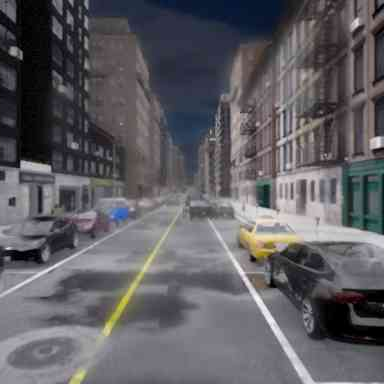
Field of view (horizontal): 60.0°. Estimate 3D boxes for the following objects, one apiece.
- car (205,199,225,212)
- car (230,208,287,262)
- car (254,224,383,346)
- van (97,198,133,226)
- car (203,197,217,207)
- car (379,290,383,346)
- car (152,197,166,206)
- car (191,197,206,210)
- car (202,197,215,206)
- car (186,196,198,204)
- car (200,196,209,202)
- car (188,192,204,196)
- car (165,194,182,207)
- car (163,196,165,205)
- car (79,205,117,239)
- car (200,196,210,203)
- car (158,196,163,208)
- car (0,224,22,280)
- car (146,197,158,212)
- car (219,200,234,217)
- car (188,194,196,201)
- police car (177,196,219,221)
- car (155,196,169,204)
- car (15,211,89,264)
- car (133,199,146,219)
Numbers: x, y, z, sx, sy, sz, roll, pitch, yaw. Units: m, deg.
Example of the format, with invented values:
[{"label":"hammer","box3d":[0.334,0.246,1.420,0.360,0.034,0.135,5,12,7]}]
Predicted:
[{"label":"car","box3d":[2.626,1.503,38.837,2.008,1.369,4.403,0,0,0]},{"label":"car","box3d":[2.634,1.512,11.944,1.752,1.417,4.829,0,0,0]},{"label":"car","box3d":[2.636,1.559,6.362,1.947,1.339,4.313,0,0,0]},{"label":"van","box3d":[-5.395,1.315,22.606,1.690,1.788,3.998,0,0,0]},{"label":"car","box3d":[2.622,1.503,49.663,1.947,1.339,4.313,0,0,0]},{"label":"car","box3d":[2.637,1.581,0.949,1.802,1.307,4.206,0,0,0]},{"label":"car","box3d":[-5.405,1.512,55.082,1.802,1.307,4.206,0,0,0]},{"label":"car","box3d":[0.812,1.424,43.540,1.882,1.535,5.008,0,0,0]},{"label":"car","box3d":[2.621,1.495,55.075,1.947,1.339,4.313,0,0,0]},{"label":"car","box3d":[-0.019,1.464,62.745,2.033,1.411,5.357,0,0,0]},{"label":"car","box3d":[2.616,1.481,71.314,1.802,1.307,4.206,0,0,0]},{"label":"car","box3d":[0.471,1.176,37.609,2.150,2.045,5.566,0,0,2]},{"label":"car","box3d":[-2.845,1.483,50.910,2.033,1.411,5.357,0,0,0]},{"label":"car","box3d":[-5.403,1.463,49.499,1.752,1.417,4.829,0,0,0]},{"label":"car","box3d":[-5.393,1.563,17.194,1.802,1.307,4.206,0,0,0]},{"label":"car","box3d":[2.617,1.435,66.071,1.752,1.417,4.829,0,0,0]},{"label":"car","box3d":[-5.401,1.511,44.257,1.947,1.339,4.313,0,0,0]},{"label":"car","box3d":[-5.389,1.559,6.368,1.947,1.339,4.313,0,0,0]},{"label":"car","box3d":[-5.399,1.478,38.674,1.752,1.417,4.829,0,0,0]},{"label":"car","box3d":[2.629,1.517,28.012,2.008,1.369,4.403,0,0,0]},{"label":"car","box3d":[-0.024,1.250,78.084,1.812,1.442,4.674,0,0,0]},{"label":"police car","box3d":[0.373,1.392,27.524,1.930,1.638,5.238,0,0,-11]},{"label":"car","box3d":[-5.406,1.472,60.495,2.008,1.369,4.403,0,0,0]},{"label":"car","box3d":[-5.391,1.553,11.781,1.947,1.339,4.313,0,0,0]},{"label":"car","box3d":[-5.396,1.407,28.019,1.967,1.590,4.097,0,0,0]}]
